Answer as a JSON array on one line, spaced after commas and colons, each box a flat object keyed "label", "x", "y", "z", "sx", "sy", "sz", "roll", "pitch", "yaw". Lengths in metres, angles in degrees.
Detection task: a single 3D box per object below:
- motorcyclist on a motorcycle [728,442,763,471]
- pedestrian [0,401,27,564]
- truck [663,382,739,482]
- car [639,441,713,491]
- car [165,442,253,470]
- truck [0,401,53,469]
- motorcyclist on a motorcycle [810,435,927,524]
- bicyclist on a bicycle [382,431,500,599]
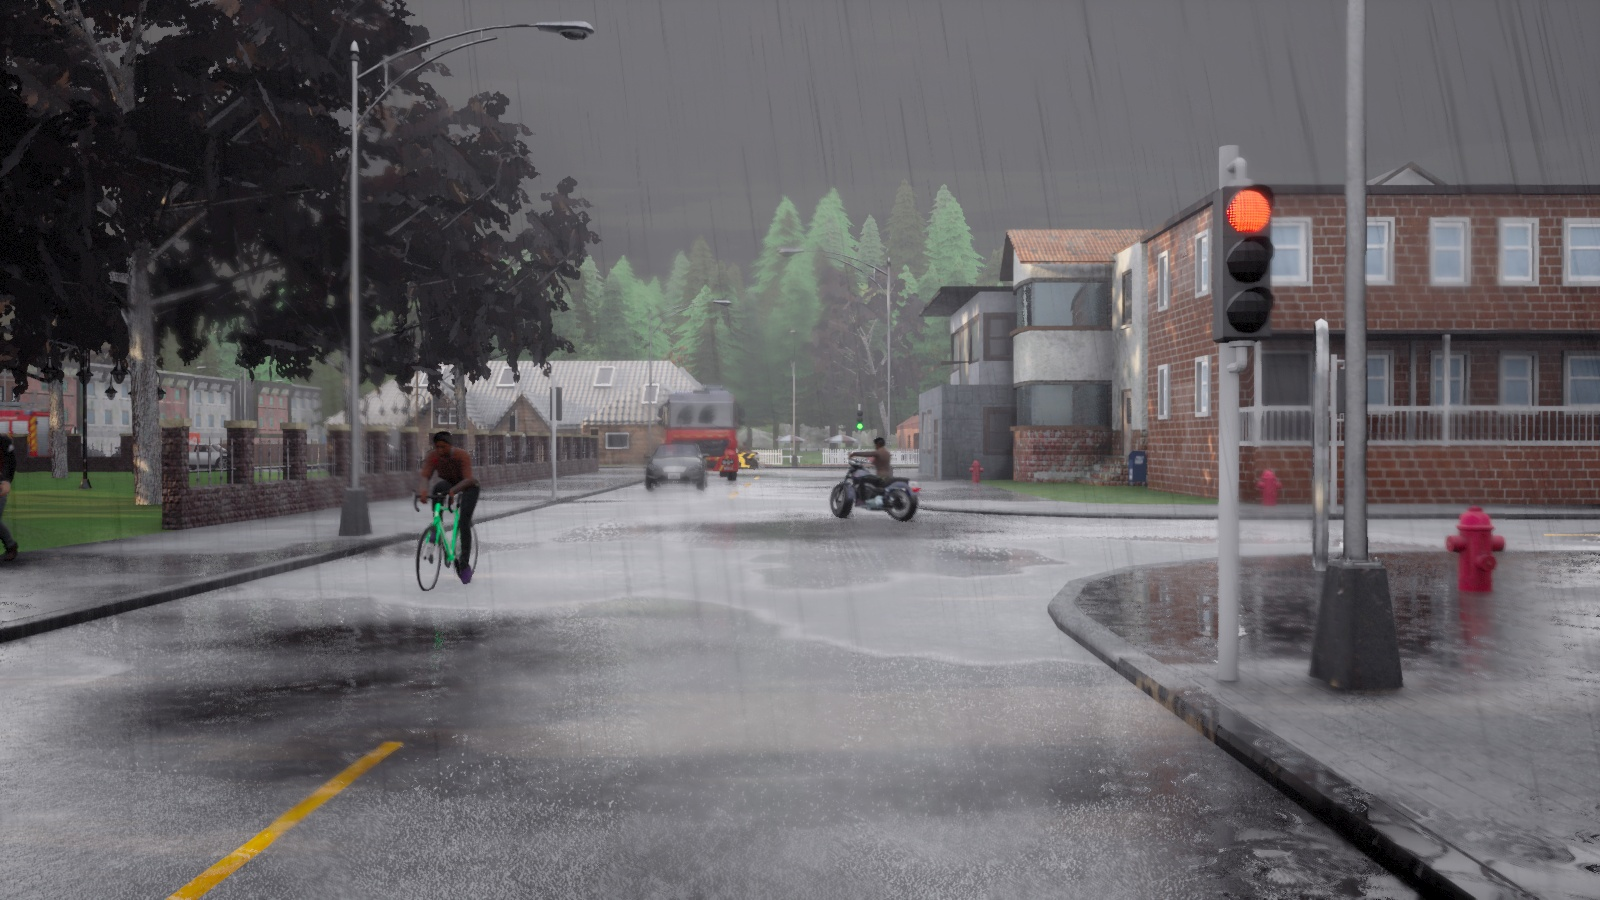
[{"label": "motorcyclist on a motorcycle", "x": -2.978, "y": 0.338, "z": 68.788, "sx": 0.797, "sy": 1.523, "sz": 2.044, "roll": -3, "pitch": 2, "yaw": -41}, {"label": "pedestrian", "x": -9.297, "y": 0.367, "z": 14.426, "sx": 0.376, "sy": 1.854, "sz": 0.720, "roll": 0, "pitch": 0, "yaw": 1}, {"label": "truck", "x": -4.037, "y": -0.718, "z": 52.503, "sx": 2.891, "sy": 3.827, "sz": 8.468, "roll": 0, "pitch": 0, "yaw": -3}, {"label": "car", "x": -3.947, "y": 0.470, "z": 40.708, "sx": 2.128, "sy": 1.511, "sz": 4.902, "roll": 0, "pitch": 0, "yaw": -3}, {"label": "car", "x": -31.765, "y": 0.305, "z": 67.616, "sx": 3.806, "sy": 1.475, "sz": 1.970, "roll": 0, "pitch": 0, "yaw": -1}, {"label": "truck", "x": -47.768, "y": -0.861, "z": 71.671, "sx": 8.468, "sy": 3.827, "sz": 2.891, "roll": 0, "pitch": 0, "yaw": -3}, {"label": "motorcyclist on a motorcycle", "x": 1.307, "y": 0.560, "z": 24.417, "sx": 0.766, "sy": 1.649, "sz": 2.350, "roll": 3, "pitch": -2, "yaw": -43}, {"label": "bicyclist on a bicycle", "x": -3.696, "y": 0.623, "z": 13.061, "sx": 0.582, "sy": 1.620, "sz": 1.656, "roll": 1, "pitch": 1, "yaw": 6}]
